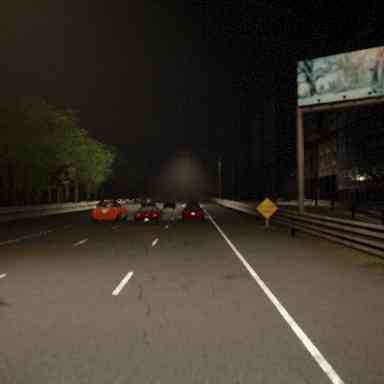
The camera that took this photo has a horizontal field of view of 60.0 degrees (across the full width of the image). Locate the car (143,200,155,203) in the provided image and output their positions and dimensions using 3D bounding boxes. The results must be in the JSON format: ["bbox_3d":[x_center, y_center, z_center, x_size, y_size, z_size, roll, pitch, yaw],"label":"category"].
[{"bbox_3d":[-6.919,1.942,53.103,1.994,1.385,4.181,0,0,0],"label":"car"}]

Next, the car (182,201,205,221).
[{"bbox_3d":[0.105,1.775,29.430,1.994,1.385,4.181,0,0,0],"label":"car"}]

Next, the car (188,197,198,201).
[{"bbox_3d":[0.081,1.867,52.767,2.128,1.511,4.902,0,0,0],"label":"car"}]

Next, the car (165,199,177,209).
[{"bbox_3d":[-3.426,1.894,51.824,1.812,1.442,4.674,0,0,0],"label":"car"}]

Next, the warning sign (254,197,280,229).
[{"bbox_3d":[4.541,1.266,20.117,1.300,1.860,1.060,-1,-1,0],"label":"warning sign"}]

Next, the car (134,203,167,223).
[{"bbox_3d":[-3.397,1.797,27.148,1.895,1.301,4.718,0,0,0],"label":"car"}]

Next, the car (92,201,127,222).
[{"bbox_3d":[-6.897,1.556,28.383,2.097,1.767,4.553,0,0,0],"label":"car"}]
